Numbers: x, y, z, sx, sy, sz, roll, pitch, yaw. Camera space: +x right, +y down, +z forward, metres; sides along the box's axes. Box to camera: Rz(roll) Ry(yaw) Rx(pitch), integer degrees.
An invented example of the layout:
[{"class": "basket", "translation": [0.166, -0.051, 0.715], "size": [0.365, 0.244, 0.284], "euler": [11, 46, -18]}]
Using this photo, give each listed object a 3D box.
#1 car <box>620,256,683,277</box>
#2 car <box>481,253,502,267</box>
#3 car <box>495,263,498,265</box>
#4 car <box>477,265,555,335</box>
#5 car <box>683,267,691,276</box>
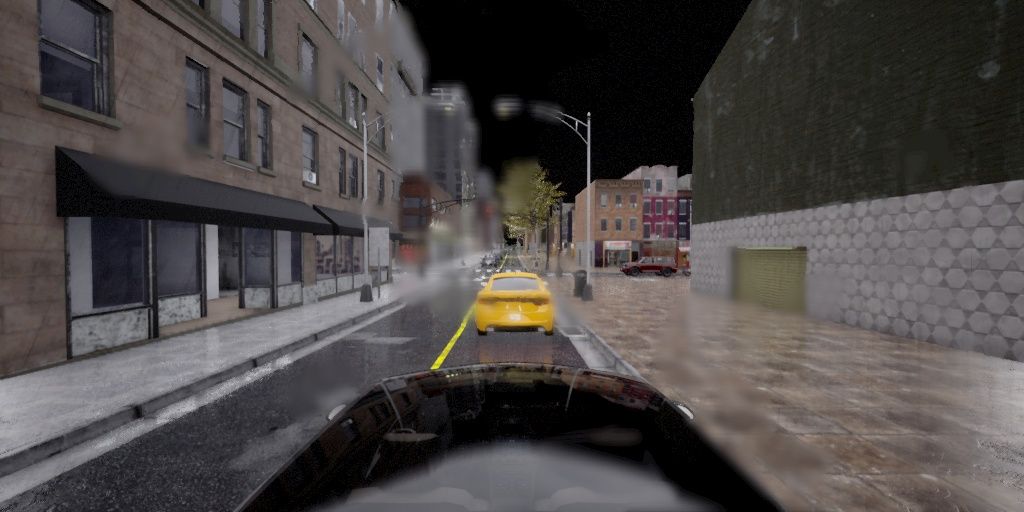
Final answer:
[{"class": "car", "translation": [12.711, 0.950, 33.411], "size": [5.009, 1.841, 2.192], "euler": [0, 0, 0]}, {"class": "car", "translation": [-2.828, 0.611, 45.996], "size": [2.128, 1.511, 4.902], "euler": [0, 2, 1]}, {"class": "car", "translation": [0.073, 1.249, 19.881], "size": [1.895, 1.301, 4.718], "euler": [0, 1, 0]}, {"class": "car", "translation": [0.098, 1.205, 10.439], "size": [1.882, 1.535, 5.008], "euler": [0, 0, 0]}, {"class": "car", "translation": [18.113, 1.294, 33.418], "size": [4.207, 1.307, 1.802], "euler": [0, 0, 0]}]
